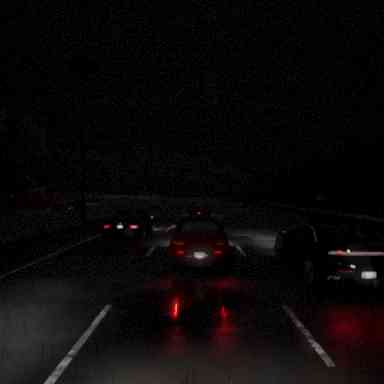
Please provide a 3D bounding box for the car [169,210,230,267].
[{"bbox_3d":[0.241,1.564,11.386,1.812,1.442,4.674,0,0,1],"label":"car"}]

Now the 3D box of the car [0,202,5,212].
[{"bbox_3d":[-23.715,1.686,38.607,1.812,1.442,4.674,0,0,2],"label":"car"}]

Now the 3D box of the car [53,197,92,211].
[{"bbox_3d":[-13.252,1.648,37.229,1.837,1.490,4.892,0,0,2],"label":"car"}]

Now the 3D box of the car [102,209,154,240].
[{"bbox_3d":[-3.173,1.611,17.386,2.033,1.411,5.357,0,0,1],"label":"car"}]

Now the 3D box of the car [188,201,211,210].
[{"bbox_3d":[0.669,1.577,29.657,1.882,1.535,5.008,0,0,2],"label":"car"}]

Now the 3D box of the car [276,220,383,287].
[{"bbox_3d":[3.718,1.520,9.364,2.128,1.511,4.902,0,0,1],"label":"car"}]

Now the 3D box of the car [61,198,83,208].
[{"bbox_3d":[-19.701,1.736,54.707,1.812,1.442,4.674,0,0,1],"label":"car"}]

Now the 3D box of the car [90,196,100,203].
[{"bbox_3d":[-23.536,1.639,79.624,2.097,1.767,4.553,0,0,-3],"label":"car"}]

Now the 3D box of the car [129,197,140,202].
[{"bbox_3d":[-12.741,1.780,74.095,1.812,1.442,4.674,0,0,-1],"label":"car"}]

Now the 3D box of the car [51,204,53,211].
[{"bbox_3d":[-16.536,1.645,43.305,1.882,1.535,5.008,0,0,2],"label":"car"}]
